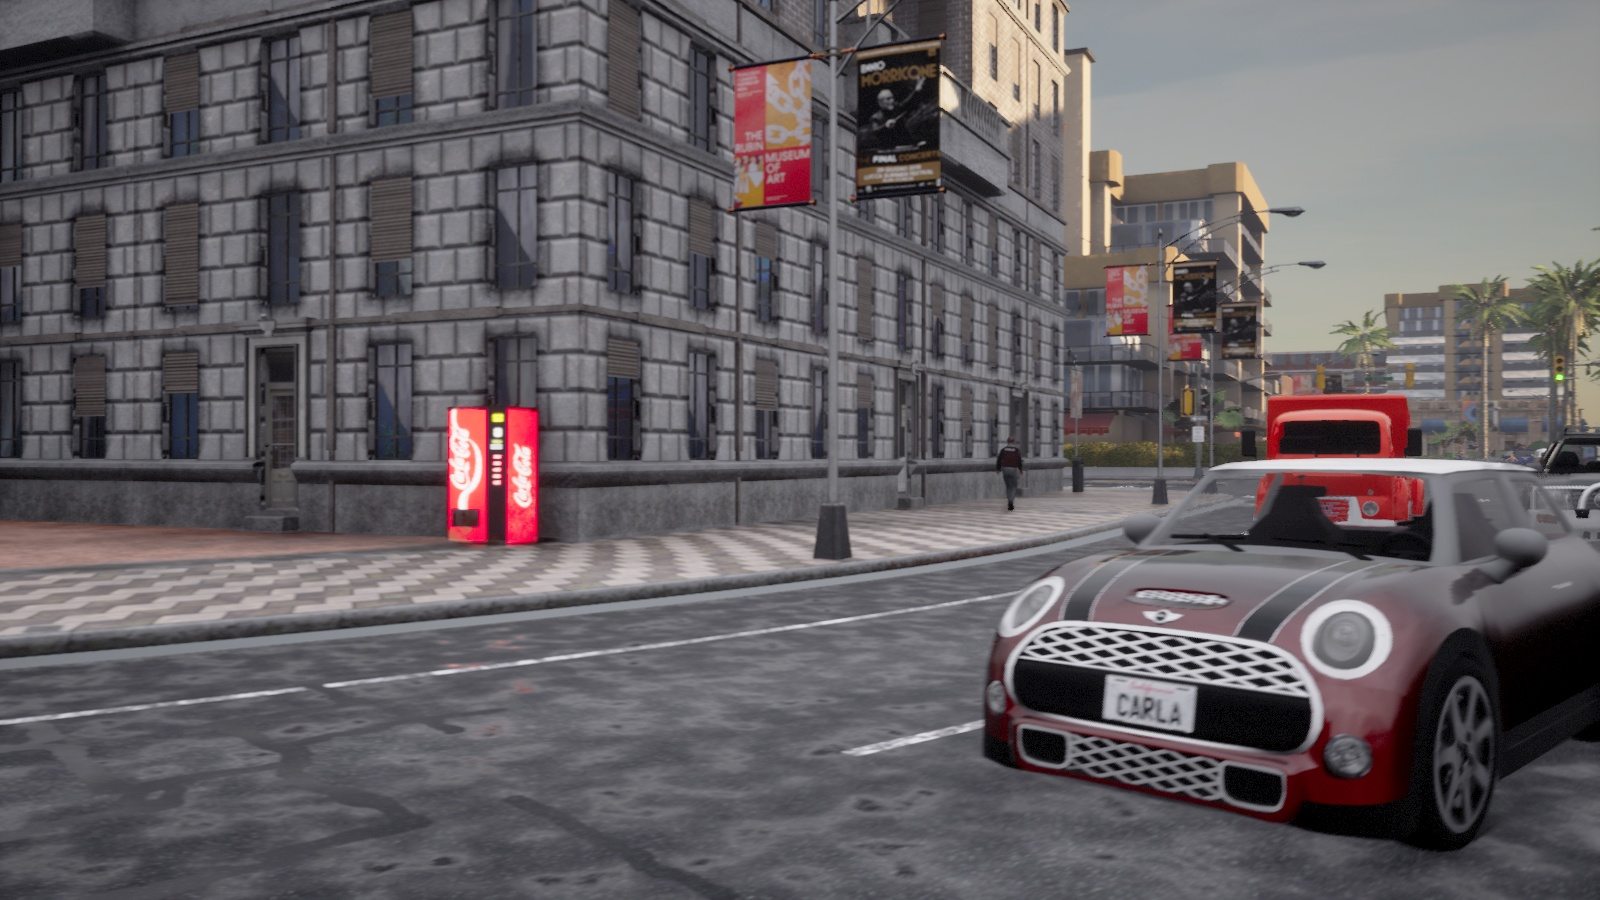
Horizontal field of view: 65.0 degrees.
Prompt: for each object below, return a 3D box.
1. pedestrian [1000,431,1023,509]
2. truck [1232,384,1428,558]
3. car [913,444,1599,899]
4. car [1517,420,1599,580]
[{"bbox_3d":[5.101,0.487,30.248,0.376,1.854,0.720,0,0,25],"label":"pedestrian"},{"bbox_3d":[8.850,0.302,20.657,2.627,2.467,5.204,0,0,27],"label":"truck"},{"bbox_3d":[2.527,0.724,6.073,1.970,1.475,3.806,0,0,45],"label":"car"},{"bbox_3d":[10.578,0.587,16.465,1.932,1.855,4.605,0,0,28],"label":"car"}]
